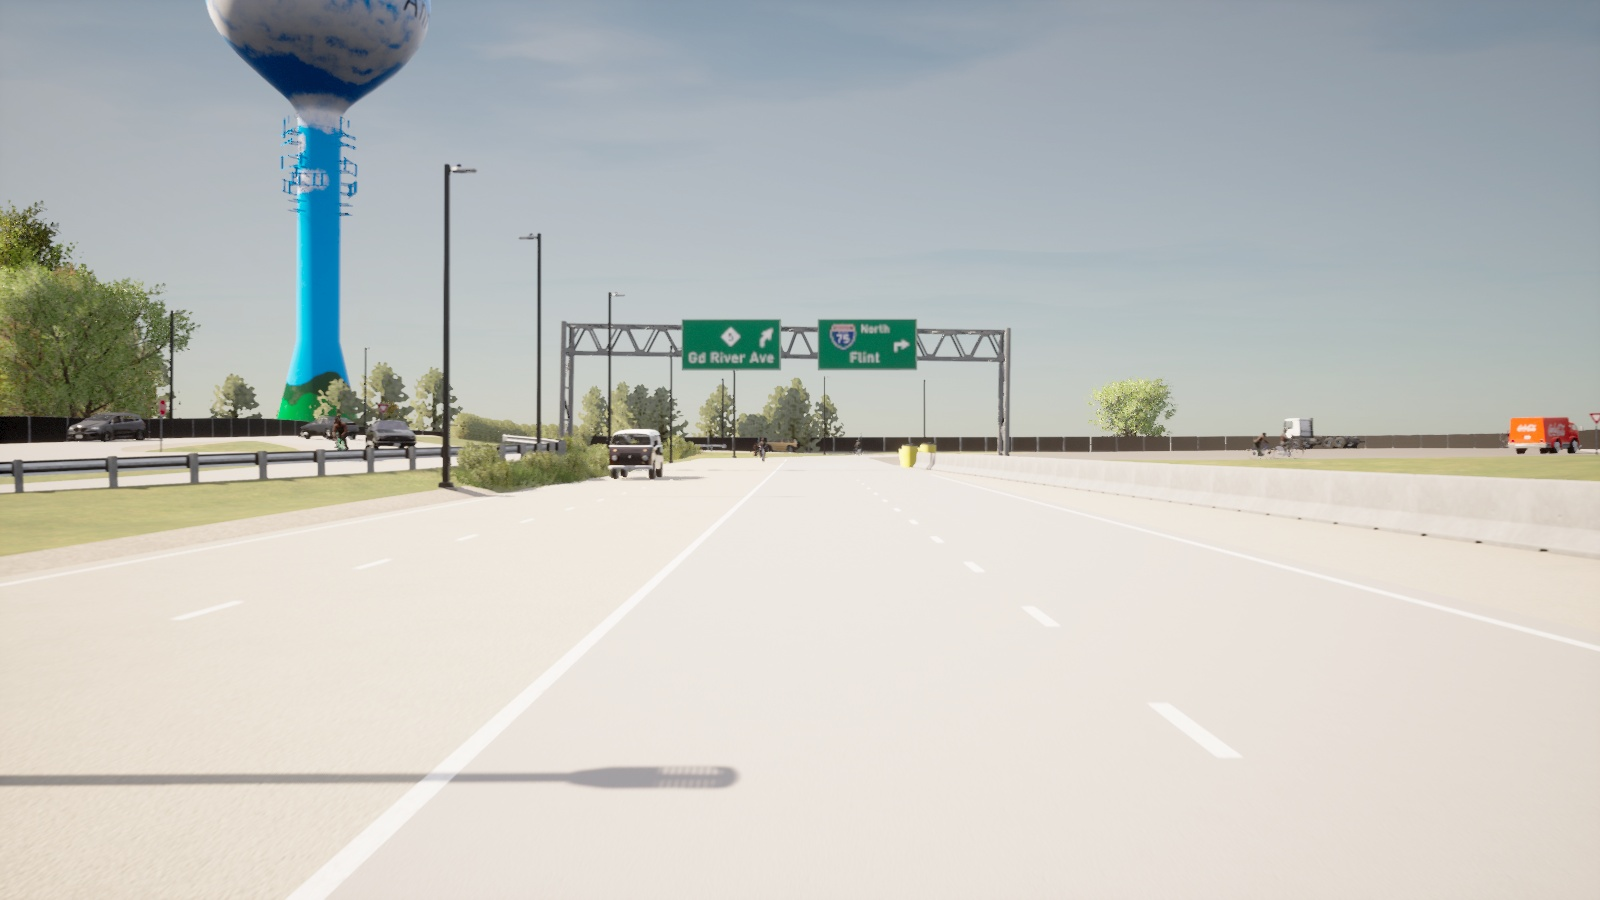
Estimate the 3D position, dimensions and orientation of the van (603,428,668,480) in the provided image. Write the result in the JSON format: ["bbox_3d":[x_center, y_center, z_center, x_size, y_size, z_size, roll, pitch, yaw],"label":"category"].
[{"bbox_3d":[-6.690,0.144,51.449,2.069,2.038,4.480,0,0,0],"label":"van"}]

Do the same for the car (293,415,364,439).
[{"bbox_3d":[-30.752,-1.498,81.843,4.902,1.511,2.128,2,2,39],"label":"car"}]

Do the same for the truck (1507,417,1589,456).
[{"bbox_3d":[50.022,-0.897,83.938,5.204,2.467,2.627,-1,0,-33],"label":"truck"}]

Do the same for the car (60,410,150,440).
[{"bbox_3d":[-40.312,-1.461,72.948,2.242,1.667,4.611,0,2,8],"label":"car"}]

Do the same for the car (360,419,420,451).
[{"bbox_3d":[-19.408,-0.734,59.295,2.033,1.411,5.357,0,2,-25],"label":"car"}]
